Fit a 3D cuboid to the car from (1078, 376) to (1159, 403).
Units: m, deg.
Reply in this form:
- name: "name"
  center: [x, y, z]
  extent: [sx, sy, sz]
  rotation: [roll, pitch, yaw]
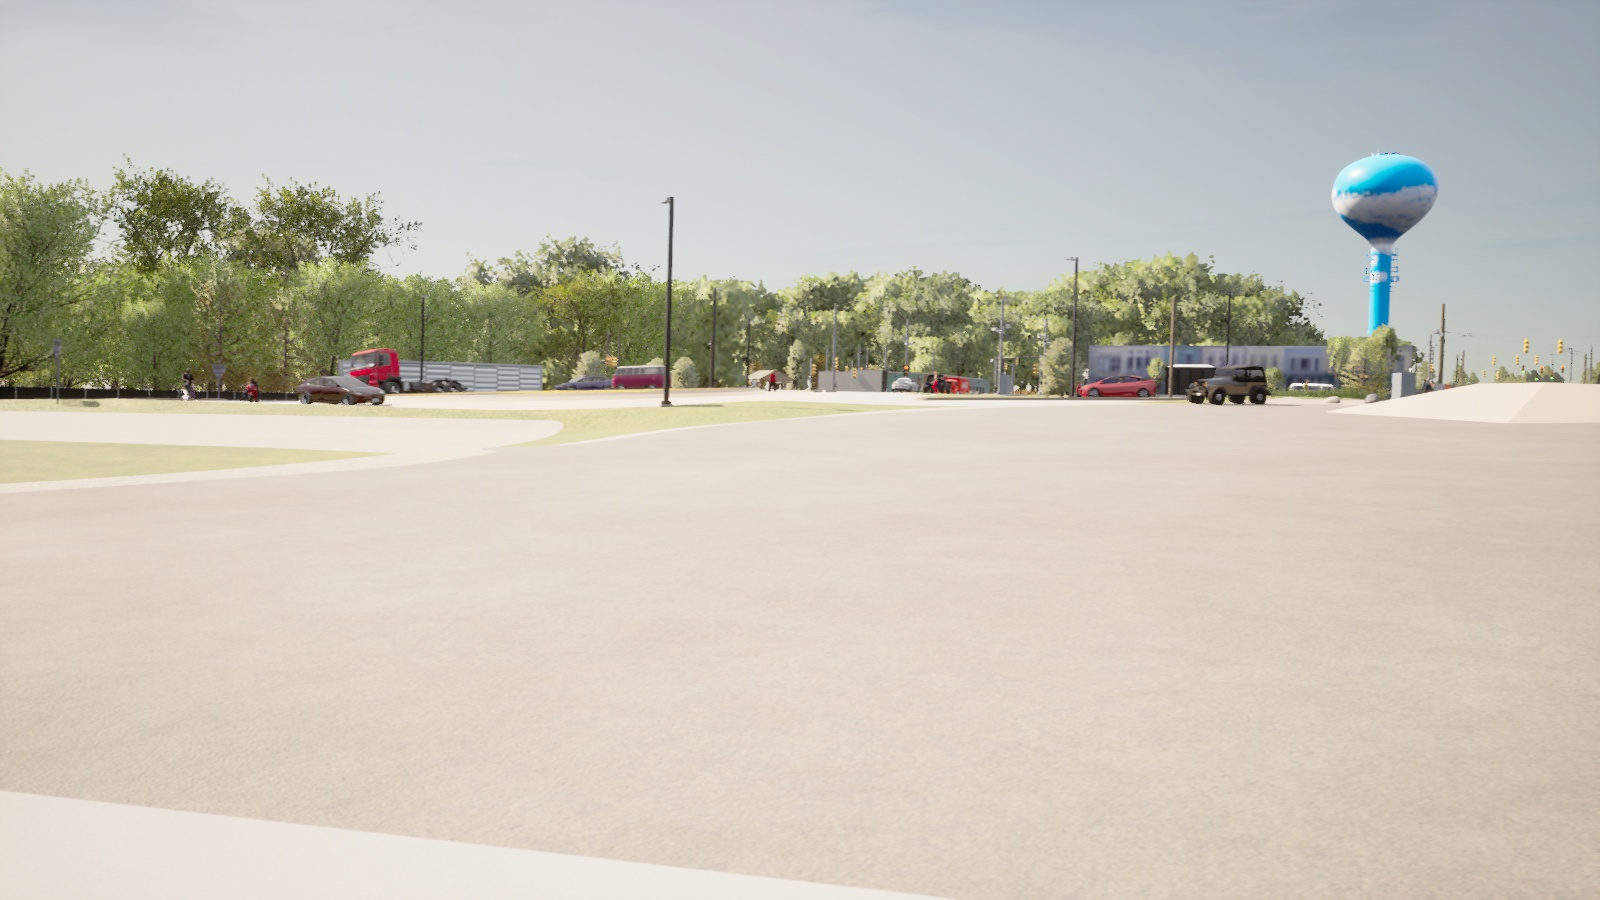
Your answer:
- name: "car"
  center: [18.926, -3.587, 74.870]
  extent: [4.514, 1.525, 2.007]
  rotation: [1, 1, 10]

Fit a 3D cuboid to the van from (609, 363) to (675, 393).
- name: "van"
  center: [-11.452, -5.188, 90.927]
  extent: [4.442, 1.987, 1.775]
  rotation: [0, 1, 23]

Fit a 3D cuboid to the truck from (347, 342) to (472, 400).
- name: "truck"
  center: [-26.878, -5.371, 86.722]
  extent: [2.891, 3.462, 7.936]
  rotation: [-5, -1, 35]

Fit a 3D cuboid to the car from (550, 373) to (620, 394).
- name: "car"
  center: [-16.362, -5.040, 95.768]
  extent: [4.792, 1.488, 2.163]
  rotation: [-1, 2, -31]

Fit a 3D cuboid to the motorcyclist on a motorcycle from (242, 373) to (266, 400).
- name: "motorcyclist on a motorcycle"
  center: [-31.518, -3.665, 72.506]
  extent: [0.797, 1.523, 2.044]
  rotation: [-1, 3, -11]

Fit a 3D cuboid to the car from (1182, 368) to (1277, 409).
- name: "car"
  center: [20.463, -2.952, 59.829]
  extent: [3.866, 1.878, 1.905]
  rotation: [-1, 4, -18]

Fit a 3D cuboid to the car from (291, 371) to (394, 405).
- name: "car"
  center: [-22.557, -3.067, 61.885]
  extent: [4.792, 1.488, 2.163]
  rotation: [3, 6, 29]
